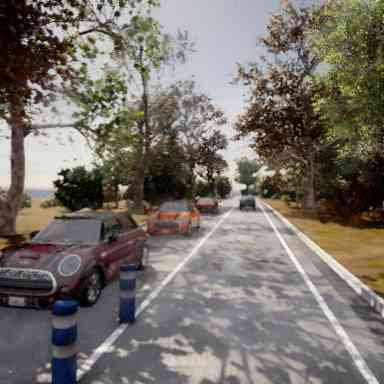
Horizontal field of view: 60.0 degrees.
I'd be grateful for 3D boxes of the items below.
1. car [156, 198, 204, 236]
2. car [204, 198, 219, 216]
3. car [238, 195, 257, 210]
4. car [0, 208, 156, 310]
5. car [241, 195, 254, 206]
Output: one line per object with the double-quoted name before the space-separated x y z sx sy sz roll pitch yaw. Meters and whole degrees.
"car" -0.857 1.261 17.829 2.097 1.767 4.553 1 0 10
"car" 1.361 1.264 30.500 1.882 1.535 5.008 1 0 10
"car" 6.512 1.267 39.166 1.837 1.490 4.892 1 0 10
"car" -2.626 1.308 7.992 2.097 1.767 4.553 1 0 11
"car" 8.337 1.271 49.630 1.837 1.490 4.892 1 0 10
